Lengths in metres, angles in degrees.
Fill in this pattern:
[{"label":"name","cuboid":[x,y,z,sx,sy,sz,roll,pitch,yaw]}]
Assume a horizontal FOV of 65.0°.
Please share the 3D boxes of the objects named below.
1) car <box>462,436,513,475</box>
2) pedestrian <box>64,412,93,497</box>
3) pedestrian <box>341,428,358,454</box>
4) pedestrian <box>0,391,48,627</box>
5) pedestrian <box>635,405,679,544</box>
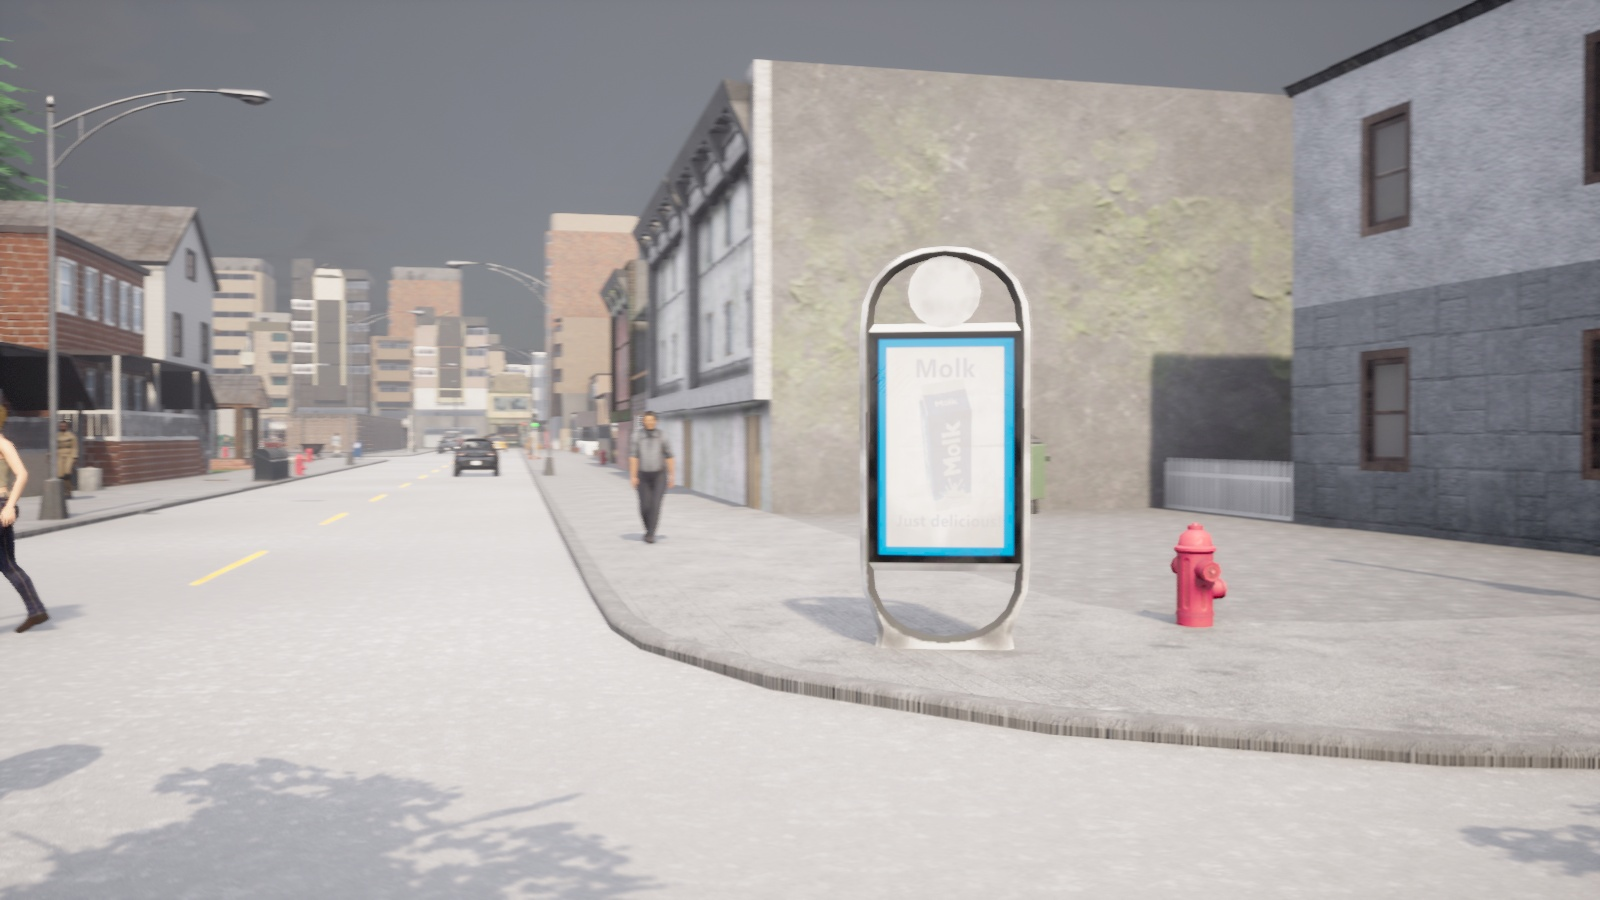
[{"label":"car","cuboid":[-12.361,0.175,49.848,1.816,1.474,4.193,0,1,-12]},{"label":"pedestrian","cuboid":[-16.513,0.093,28.752,0.396,1.930,0.692,0,1,-13]},{"label":"pedestrian","cuboid":[-32.146,-0.647,89.547,0.874,1.855,0.900,0,1,0]},{"label":"pedestrian","cuboid":[-6.306,0.460,9.915,0.594,1.836,0.345,0,1,-39]},{"label":"pedestrian","cuboid":[-1.932,0.325,17.001,0.540,1.848,0.694,0,1,-3]}]
